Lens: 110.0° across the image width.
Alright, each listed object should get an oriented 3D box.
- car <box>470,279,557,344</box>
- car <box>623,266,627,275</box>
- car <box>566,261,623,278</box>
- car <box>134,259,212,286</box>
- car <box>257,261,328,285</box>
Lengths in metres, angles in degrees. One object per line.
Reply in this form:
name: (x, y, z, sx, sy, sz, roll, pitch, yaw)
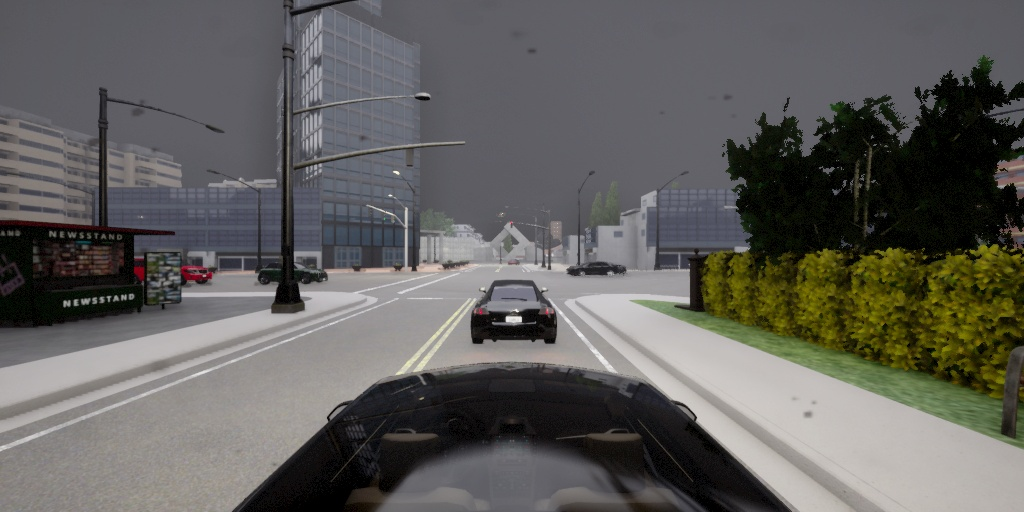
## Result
car: (0.044, 1.314, 9.610, 1.994, 1.385, 4.181, 0, 0, 0)
car: (10.052, 1.312, 38.304, 4.181, 1.385, 1.994, 0, 0, 2)
car: (7.546, 1.255, 33.839, 4.892, 1.490, 1.837, 0, -1, -13)
car: (-26.016, 1.190, 27.075, 5.566, 2.045, 2.150, -1, 0, -1)
car: (-16.499, 1.210, 27.193, 4.553, 1.767, 2.097, -1, 0, -1)
